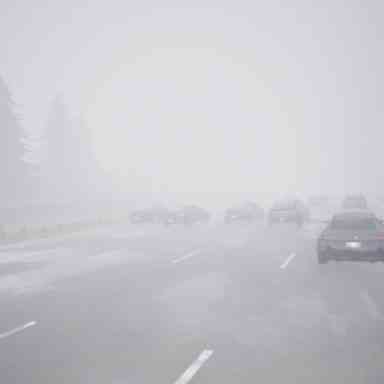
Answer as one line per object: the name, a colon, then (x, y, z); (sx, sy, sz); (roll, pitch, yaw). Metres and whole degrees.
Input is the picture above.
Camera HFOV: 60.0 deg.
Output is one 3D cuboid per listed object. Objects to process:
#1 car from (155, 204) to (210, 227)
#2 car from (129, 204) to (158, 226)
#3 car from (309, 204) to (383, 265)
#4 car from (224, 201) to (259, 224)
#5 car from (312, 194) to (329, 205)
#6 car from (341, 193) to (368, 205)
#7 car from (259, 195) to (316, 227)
car: (-0.342, 1.598, 23.242); (1.812, 1.442, 4.674); (-3, 0, 26)
car: (-2.871, 1.693, 26.022); (1.882, 1.535, 5.008); (-3, 0, 26)
car: (5.124, 1.311, 10.550); (1.994, 1.385, 4.181); (-3, 0, 26)
car: (3.715, 1.379, 23.566); (1.812, 1.442, 4.674); (-3, 0, 26)
car: (13.615, 0.893, 35.825); (2.033, 1.411, 5.357); (-3, 0, 26)
car: (13.897, 0.805, 28.463); (2.128, 1.511, 4.902); (-3, 0, 26)
car: (5.914, 1.218, 20.116); (2.128, 1.511, 4.902); (-3, 0, 26)
